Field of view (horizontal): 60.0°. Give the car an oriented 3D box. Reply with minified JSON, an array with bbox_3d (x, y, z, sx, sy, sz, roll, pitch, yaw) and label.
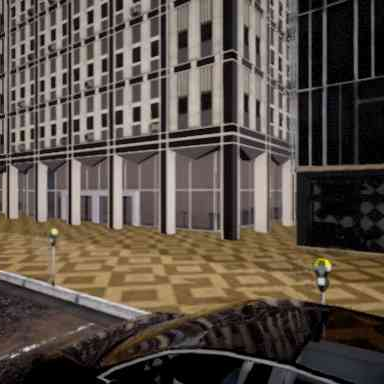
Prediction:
[{"bbox_3d":[0.500,1.564,2.516,4.313,1.339,1.947,0,0,35],"label":"car"}]
